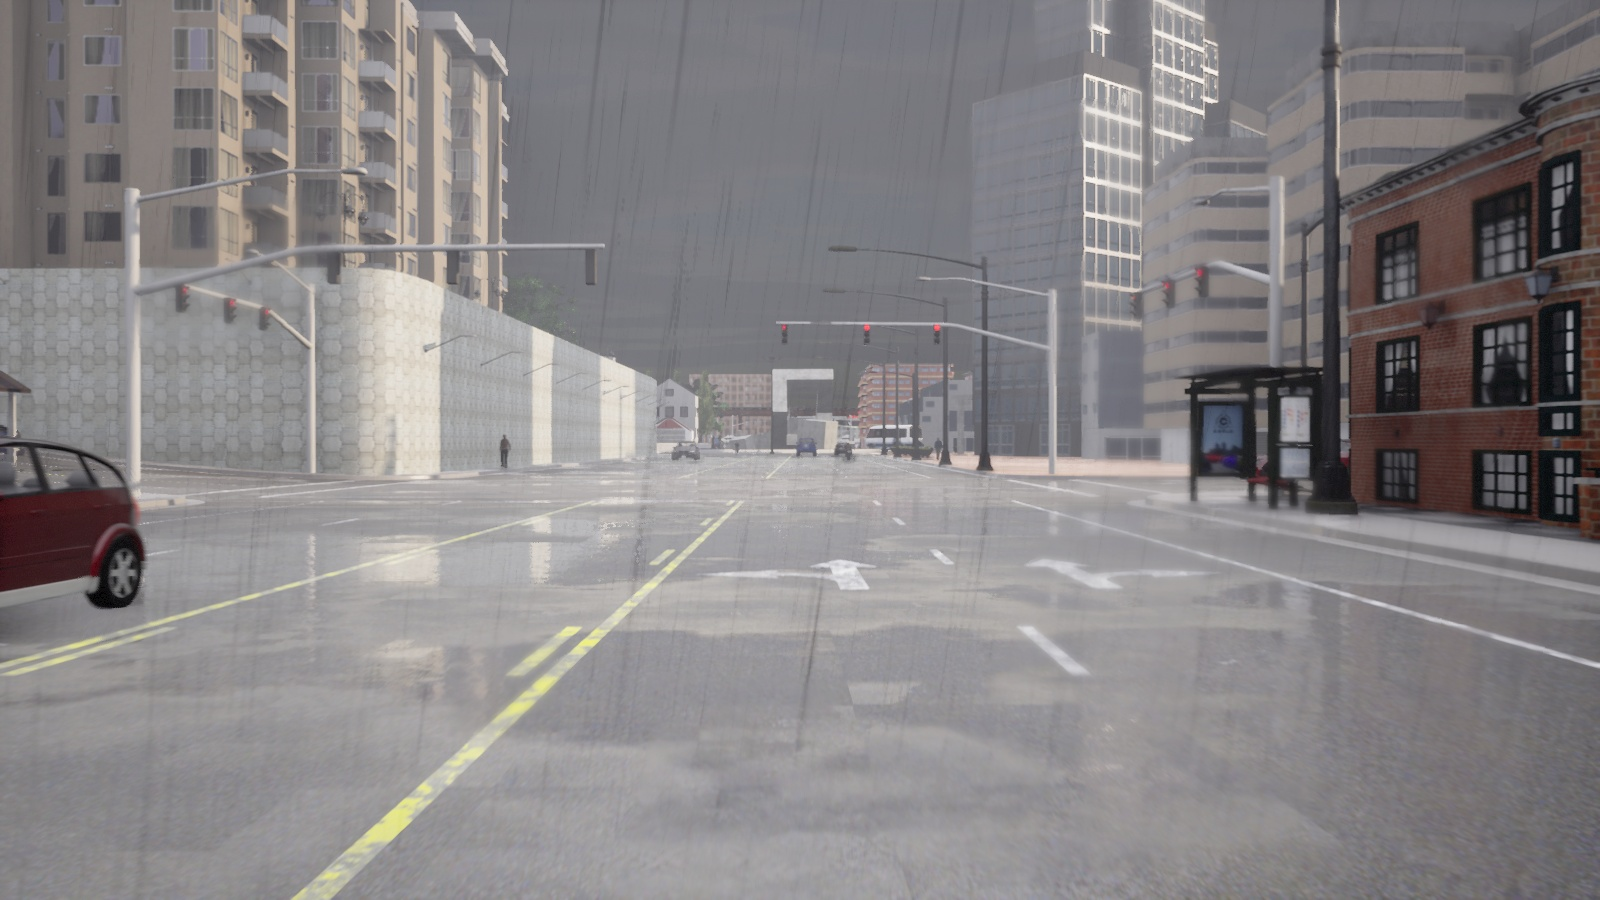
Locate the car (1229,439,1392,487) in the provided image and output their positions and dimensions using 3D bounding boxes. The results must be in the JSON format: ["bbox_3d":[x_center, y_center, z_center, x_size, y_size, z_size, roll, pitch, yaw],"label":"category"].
[{"bbox_3d":[17.801,0.443,43.931,4.856,1.649,2.033,0,0,0],"label":"car"}]

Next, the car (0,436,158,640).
[{"bbox_3d":[-6.939,0.661,9.947,1.789,1.549,3.705,0,0,0],"label":"car"}]

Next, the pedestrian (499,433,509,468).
[{"bbox_3d":[-15.439,0.020,65.471,0.331,1.846,0.634,0,0,1],"label":"pedestrian"}]

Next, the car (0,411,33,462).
[{"bbox_3d":[-30.114,-0.725,43.975,5.027,1.651,2.152,7,0,0],"label":"car"}]
